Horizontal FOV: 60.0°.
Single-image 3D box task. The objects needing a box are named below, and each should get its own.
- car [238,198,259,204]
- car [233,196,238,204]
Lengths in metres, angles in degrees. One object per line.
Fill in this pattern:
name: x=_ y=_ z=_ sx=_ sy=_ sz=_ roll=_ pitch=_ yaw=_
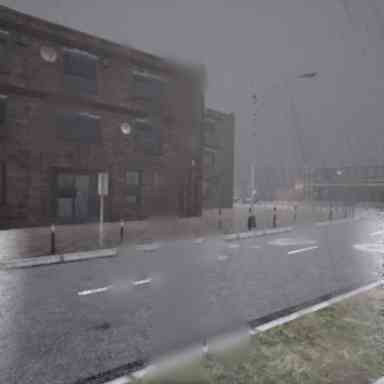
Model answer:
car: x=12.983 y=1.987 z=73.114 sx=2.163 sy=1.488 sz=4.792 roll=1 pitch=-1 yaw=42
car: x=8.982 y=1.759 z=76.790 sx=2.185 sy=1.767 sz=4.553 roll=1 pitch=-1 yaw=42
